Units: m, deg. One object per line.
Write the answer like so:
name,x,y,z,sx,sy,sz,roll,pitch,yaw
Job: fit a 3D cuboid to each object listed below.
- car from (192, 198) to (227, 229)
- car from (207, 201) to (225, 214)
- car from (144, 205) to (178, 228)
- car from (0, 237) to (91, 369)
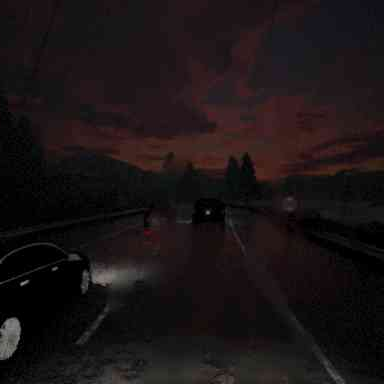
car,1.257,1.439,23.764,2.150,2.045,5.566,0,-1,5
car,2.980,1.929,41.490,2.033,1.411,5.357,0,-1,3
car,-2.195,1.724,24.294,1.837,1.490,4.892,0,-1,5
car,-3.266,1.555,5.781,1.837,1.490,4.892,0,-1,1
